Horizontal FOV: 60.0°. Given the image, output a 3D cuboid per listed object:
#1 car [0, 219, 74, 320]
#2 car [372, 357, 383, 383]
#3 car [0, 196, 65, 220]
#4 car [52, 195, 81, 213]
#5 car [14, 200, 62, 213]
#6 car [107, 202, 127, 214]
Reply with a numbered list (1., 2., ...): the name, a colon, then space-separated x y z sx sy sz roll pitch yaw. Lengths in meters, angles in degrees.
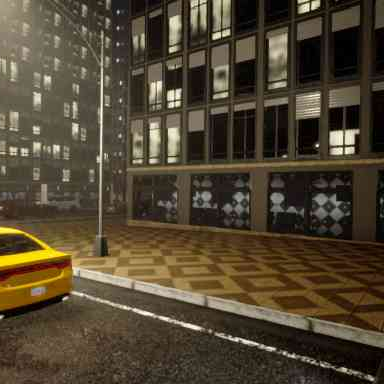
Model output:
1. car: -4.551 1.476 6.896 5.008 1.535 1.882 0 0 35
2. car: 3.558 1.548 1.161 5.357 1.411 2.033 0 0 35
3. car: -14.403 1.525 29.604 2.192 1.841 5.009 1 0 36
4. car: -15.464 1.393 37.894 2.150 2.045 5.566 1 0 38
5. car: -17.930 1.650 38.968 1.752 1.417 4.829 1 0 36
6. car: -7.634 1.835 38.837 1.752 1.417 4.829 1 0 36
